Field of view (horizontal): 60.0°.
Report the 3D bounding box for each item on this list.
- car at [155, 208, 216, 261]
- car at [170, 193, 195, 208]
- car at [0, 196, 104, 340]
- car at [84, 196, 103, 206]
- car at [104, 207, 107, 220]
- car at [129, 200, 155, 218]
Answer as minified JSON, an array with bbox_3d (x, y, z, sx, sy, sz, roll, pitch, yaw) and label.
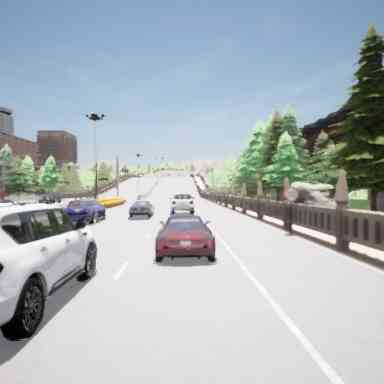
[{"bbox_3d":[-0.251,1.507,12.049,1.994,1.385,4.181,0,0,-2],"label":"car"},{"bbox_3d":[-0.908,1.071,32.082,2.150,2.045,5.566,0,0,-2],"label":"car"},{"bbox_3d":[-3.563,1.213,6.643,2.150,2.045,5.566,0,0,-2],"label":"car"},{"bbox_3d":[-15.739,1.379,53.380,1.812,1.442,4.674,0,0,-2],"label":"car"},{"bbox_3d":[-7.643,1.289,24.101,2.097,1.767,4.553,0,0,-2],"label":"car"},{"bbox_3d":[-4.303,1.437,28.942,2.033,1.411,5.357,0,0,-2],"label":"car"}]
